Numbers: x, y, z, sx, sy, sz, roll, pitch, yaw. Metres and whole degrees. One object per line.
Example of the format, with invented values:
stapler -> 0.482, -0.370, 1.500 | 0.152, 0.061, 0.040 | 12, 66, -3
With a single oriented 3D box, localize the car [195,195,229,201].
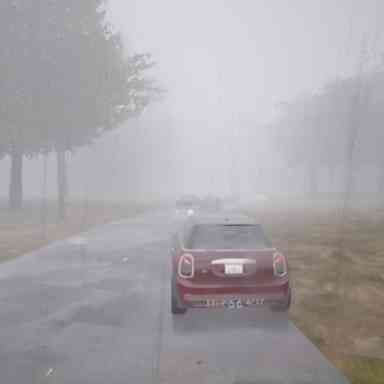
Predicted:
car -> 2.218, 1.120, 35.195 | 2.033, 1.411, 5.357 | 0, 1, 14

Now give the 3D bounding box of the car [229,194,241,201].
car -> 5.339, 0.985, 45.637 | 1.895, 1.301, 4.718 | 0, 1, 22

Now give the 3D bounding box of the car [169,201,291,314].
car -> 0.564, 1.259, 7.598 | 2.097, 1.767, 4.553 | 0, 1, -3

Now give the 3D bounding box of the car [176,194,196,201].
car -> -0.423, 1.021, 37.775 | 1.882, 1.535, 5.008 | 0, 1, 15

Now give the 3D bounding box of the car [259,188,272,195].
car -> 16.398, -0.081, 74.214 | 2.128, 1.511, 4.902 | 0, 2, 29
